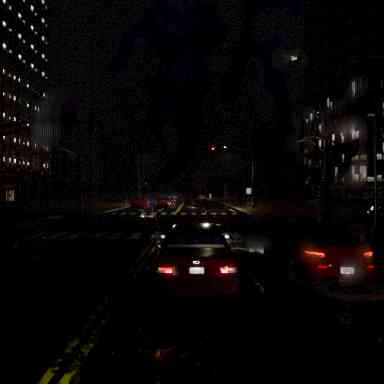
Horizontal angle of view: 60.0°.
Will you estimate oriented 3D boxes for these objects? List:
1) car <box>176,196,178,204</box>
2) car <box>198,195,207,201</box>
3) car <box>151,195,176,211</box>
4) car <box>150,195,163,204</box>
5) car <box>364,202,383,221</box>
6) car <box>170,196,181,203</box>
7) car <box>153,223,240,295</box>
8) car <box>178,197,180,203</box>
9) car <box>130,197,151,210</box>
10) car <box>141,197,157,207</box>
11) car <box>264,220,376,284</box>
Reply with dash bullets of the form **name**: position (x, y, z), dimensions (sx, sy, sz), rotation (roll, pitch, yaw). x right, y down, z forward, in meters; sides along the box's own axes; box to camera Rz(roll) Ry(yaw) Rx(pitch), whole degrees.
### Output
- **car**: position (-3.414, 1.455, 49.508), dimensions (1.837, 1.490, 4.892), rotation (0, 0, 0)
- **car**: position (2.528, 1.391, 82.843), dimensions (1.812, 1.442, 4.674), rotation (0, 0, -4)
- **car**: position (-3.403, 1.319, 40.615), dimensions (2.097, 1.767, 4.553), rotation (0, 0, 0)
- **car**: position (-6.674, 1.427, 62.522), dimensions (1.837, 1.490, 4.892), rotation (0, 0, 0)
- **car**: position (16.986, 1.279, 26.703), dimensions (5.566, 2.045, 2.150), rotation (0, 0, 3)
- **car**: position (-3.433, 1.471, 69.161), dimensions (1.994, 1.385, 4.181), rotation (0, 0, -1)
- **car**: position (0.088, 1.544, 8.864), dimensions (2.033, 1.411, 5.357), rotation (0, 0, 0)
- **car**: position (-3.418, 1.421, 59.127), dimensions (2.128, 1.511, 4.902), rotation (0, 0, 0)
- **car**: position (-6.658, 1.442, 42.237), dimensions (1.882, 1.535, 5.008), rotation (0, 0, 0)
- **car**: position (-6.670, 1.470, 52.157), dimensions (1.812, 1.442, 4.674), rotation (0, 0, 0)
- **car**: position (3.336, 1.522, 9.449), dimensions (1.812, 1.442, 4.674), rotation (0, 0, 0)
